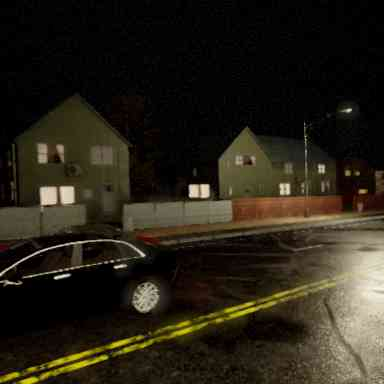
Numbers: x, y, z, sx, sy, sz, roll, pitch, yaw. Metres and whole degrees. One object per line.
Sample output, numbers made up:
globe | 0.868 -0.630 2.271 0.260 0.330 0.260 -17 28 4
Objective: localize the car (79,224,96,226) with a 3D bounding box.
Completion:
car | -3.287 1.626 9.359 4.718 1.301 1.895 -1 0 -37

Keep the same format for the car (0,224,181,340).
car | -2.490 1.526 5.891 4.892 1.490 1.837 0 0 -37
